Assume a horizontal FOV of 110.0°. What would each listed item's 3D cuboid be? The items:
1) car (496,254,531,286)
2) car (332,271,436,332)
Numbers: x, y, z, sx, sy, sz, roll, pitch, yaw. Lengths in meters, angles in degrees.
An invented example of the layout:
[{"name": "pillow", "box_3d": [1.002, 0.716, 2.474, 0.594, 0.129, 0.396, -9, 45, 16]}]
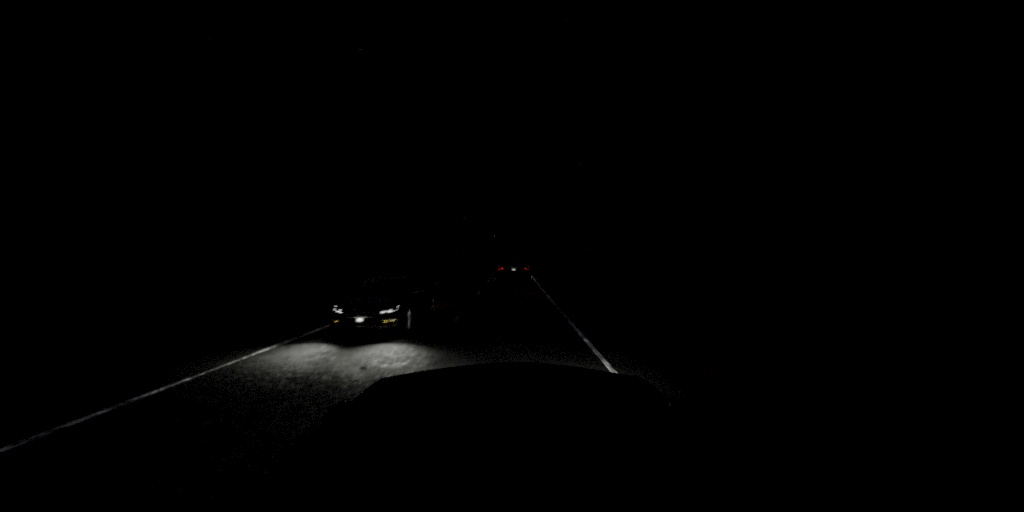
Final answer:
[{"name": "car", "box_3d": [0.106, 0.877, 24.292, 2.150, 2.045, 5.566, 0, 1, 0]}, {"name": "car", "box_3d": [-3.596, 1.249, 10.898, 1.837, 1.490, 4.892, 0, 0, 0]}]
